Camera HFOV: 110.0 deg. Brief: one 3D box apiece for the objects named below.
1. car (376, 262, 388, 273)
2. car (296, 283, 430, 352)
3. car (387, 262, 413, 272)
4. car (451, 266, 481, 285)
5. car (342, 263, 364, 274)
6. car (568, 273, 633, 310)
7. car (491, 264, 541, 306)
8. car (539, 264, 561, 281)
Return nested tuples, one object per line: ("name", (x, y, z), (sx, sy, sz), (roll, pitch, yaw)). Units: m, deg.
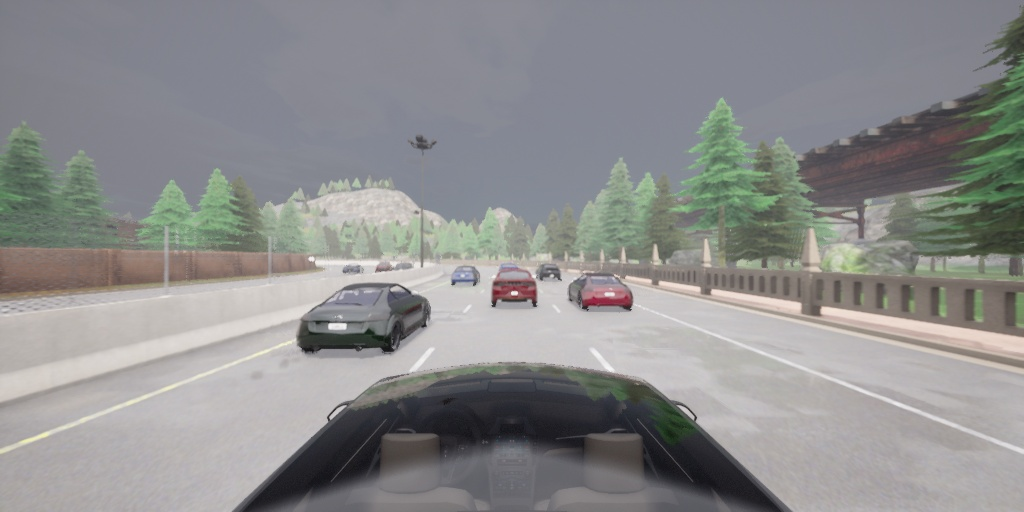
("car", (-16.798, 1.496, 47.373), (1.882, 1.535, 5.008), (0, -1, -14))
("car", (-3.404, 1.357, 9.003), (1.994, 1.385, 4.181), (0, 0, 0))
("car", (-11.523, 1.470, 38.052), (1.837, 1.490, 4.892), (1, -1, -8))
("car", (-3.488, 1.448, 27.418), (2.033, 1.411, 5.357), (0, 0, -1))
("car", (-19.832, 1.569, 44.934), (1.994, 1.385, 4.181), (0, 0, -13))
("car", (3.596, 1.393, 15.196), (1.994, 1.385, 4.181), (0, 0, 0))
("car", (0.097, 1.314, 16.341), (1.882, 1.535, 5.008), (0, 0, 0))
("car", (3.216, 1.437, 32.797), (1.837, 1.490, 4.892), (0, 0, -4))
